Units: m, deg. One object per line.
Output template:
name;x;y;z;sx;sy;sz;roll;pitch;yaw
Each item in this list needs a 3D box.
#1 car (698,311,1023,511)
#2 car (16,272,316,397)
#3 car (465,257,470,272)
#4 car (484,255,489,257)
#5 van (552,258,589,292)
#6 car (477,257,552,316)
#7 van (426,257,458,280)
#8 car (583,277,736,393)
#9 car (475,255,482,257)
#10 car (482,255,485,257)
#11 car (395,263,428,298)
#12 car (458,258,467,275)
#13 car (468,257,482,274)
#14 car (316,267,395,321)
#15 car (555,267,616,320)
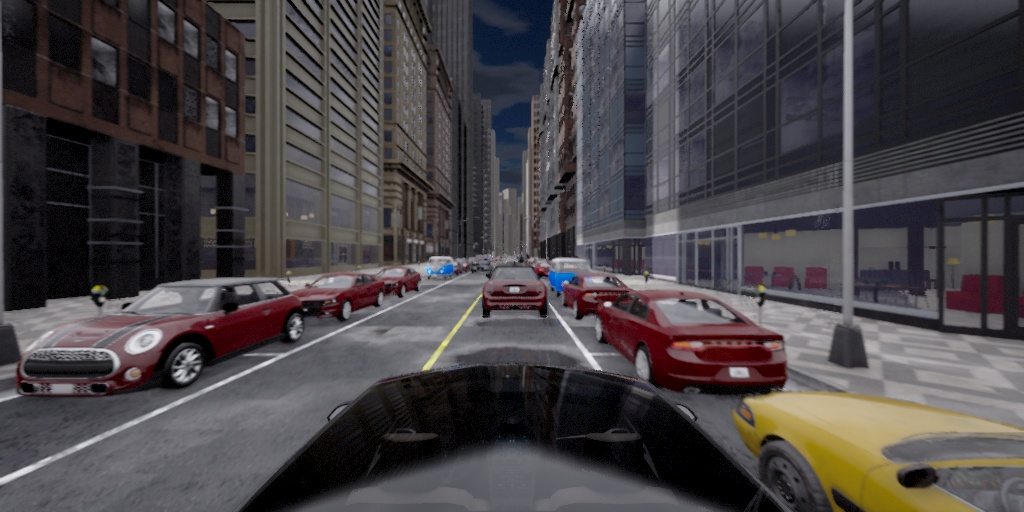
car;2.763;1.279;1.166;1.751;1.417;4.829;0;0;0
car;-5.763;1.161;6.587;1.967;1.591;4.097;0;0;0
car;-5.772;0.964;40.198;1.967;1.591;4.097;0;0;0
car;-5.777;0.709;62.604;2.192;1.841;5.009;0;0;0
van;2.759;0.996;17.802;1.690;1.789;3.998;0;0;0
car;0.087;1.034;13.075;2.097;1.767;4.553;0;0;0
van;-5.769;0.931;28.995;1.690;1.789;3.998;0;0;0
car;2.762;1.266;6.598;1.888;1.381;4.507;0;0;0
car;-5.774;0.899;51.401;1.967;1.591;4.097;0;0;0
car;-5.776;0.992;57.002;1.948;1.339;4.313;0;0;0
car;-5.766;1.201;17.791;1.888;1.381;4.507;0;0;0
car;-5.770;1.139;34.596;1.802;1.307;4.207;0;0;0
car;-3.101;1.105;37.217;1.994;1.385;4.181;0;0;0
car;-5.765;1.234;12.189;1.888;1.381;4.507;0;0;0
car;2.761;1.233;12.200;1.888;1.381;4.507;0;0;0
